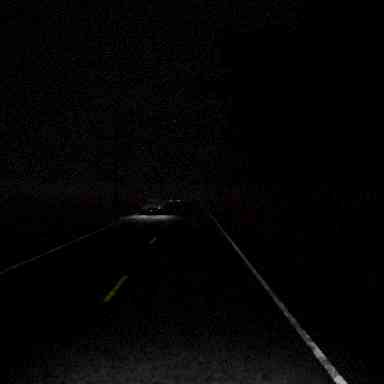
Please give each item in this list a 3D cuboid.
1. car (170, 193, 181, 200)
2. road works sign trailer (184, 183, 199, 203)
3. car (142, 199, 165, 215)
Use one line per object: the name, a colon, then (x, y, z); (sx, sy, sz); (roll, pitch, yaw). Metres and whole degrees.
car: (-3.538, 1.030, 72.496); (1.837, 1.490, 4.892); (0, 1, 0)
road works sign trailer: (-0.021, 0.166, 58.771); (2.380, 3.560, 2.880); (0, 1, 1)
car: (-3.614, 1.393, 31.944); (1.812, 1.442, 4.674); (0, 0, 0)
